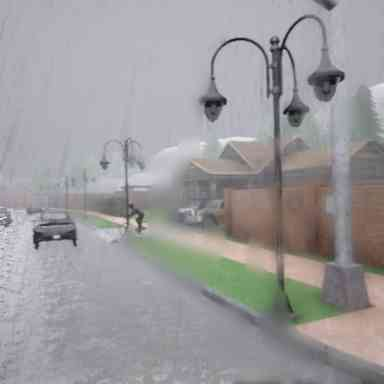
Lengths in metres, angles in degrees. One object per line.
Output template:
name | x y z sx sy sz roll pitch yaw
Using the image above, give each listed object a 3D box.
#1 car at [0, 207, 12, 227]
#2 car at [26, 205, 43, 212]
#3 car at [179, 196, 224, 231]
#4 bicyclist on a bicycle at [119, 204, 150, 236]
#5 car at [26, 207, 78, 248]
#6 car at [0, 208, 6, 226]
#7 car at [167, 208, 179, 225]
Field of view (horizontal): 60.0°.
car | -15.939 2.021 27.222 1.837 1.490 4.892 -1 0 -25
car | -20.277 2.294 43.148 1.895 1.301 4.718 -1 0 -32
car | 1.881 1.204 19.591 4.605 1.855 1.932 -1 0 -25
bicyclist on a bicycle | -2.916 1.422 16.983 1.656 1.620 0.582 -1 0 -25
car | -6.780 1.728 16.350 2.128 1.511 4.902 -1 0 -25
car | -11.566 1.857 17.855 2.128 1.511 4.902 -1 0 -25
car | 0.469 1.250 21.707 3.866 1.878 1.905 -1 0 -25
